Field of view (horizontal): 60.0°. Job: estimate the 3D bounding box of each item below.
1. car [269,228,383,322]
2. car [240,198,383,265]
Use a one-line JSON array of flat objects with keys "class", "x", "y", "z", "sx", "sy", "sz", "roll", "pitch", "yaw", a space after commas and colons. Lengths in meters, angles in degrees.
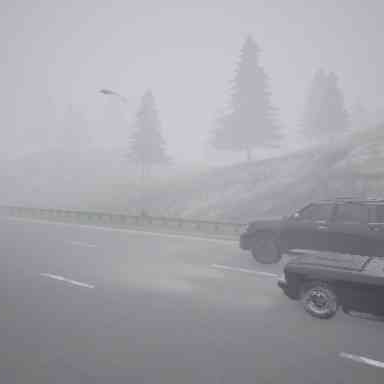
[{"class": "car", "x": 3.965, "y": 1.584, "z": 5.630, "sx": 4.718, "sy": 1.301, "sz": 1.895, "roll": 1, "pitch": 1, "yaw": 34}, {"class": "car", "x": 4.216, "y": 1.172, "z": 9.699, "sx": 5.566, "sy": 2.045, "sz": 2.150, "roll": 1, "pitch": 0, "yaw": 34}]
